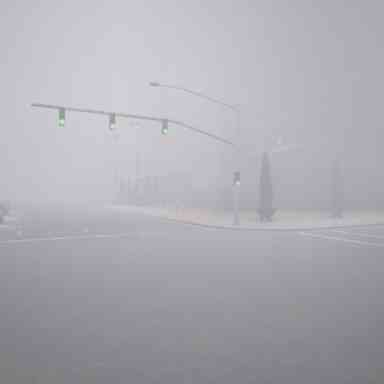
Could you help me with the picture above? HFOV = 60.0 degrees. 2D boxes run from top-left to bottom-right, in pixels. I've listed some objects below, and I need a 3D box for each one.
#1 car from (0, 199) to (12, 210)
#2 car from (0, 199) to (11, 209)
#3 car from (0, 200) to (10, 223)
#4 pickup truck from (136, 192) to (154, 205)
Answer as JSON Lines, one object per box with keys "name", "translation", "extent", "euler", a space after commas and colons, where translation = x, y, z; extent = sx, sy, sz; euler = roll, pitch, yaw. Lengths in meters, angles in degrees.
{"name": "car", "translation": [-24.638, 1.601, 43.324], "extent": [1.895, 1.301, 4.718], "euler": [0, 0, -27]}
{"name": "car", "translation": [-19.705, 1.601, 33.859], "extent": [1.895, 1.301, 4.718], "euler": [0, 0, -27]}
{"name": "car", "translation": [-15.030, 1.547, 24.895], "extent": [2.033, 1.411, 5.357], "euler": [0, 0, -27]}
{"name": "pickup truck", "translation": [-7.348, 1.059, 53.853], "extent": [2.390, 2.098, 6.274], "euler": [0, 0, 3]}
